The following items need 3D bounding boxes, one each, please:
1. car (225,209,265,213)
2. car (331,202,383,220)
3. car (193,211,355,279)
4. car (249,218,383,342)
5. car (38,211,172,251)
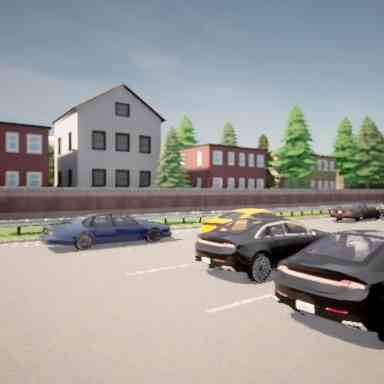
[{"bbox_3d":[2.669,1.465,14.229,5.008,1.535,1.882,0,0,-35],"label":"car"},{"bbox_3d":[12.862,1.515,25.763,5.357,1.411,2.033,0,0,-35],"label":"car"},{"bbox_3d":[2.318,1.482,9.684,4.902,1.511,2.128,0,0,-35],"label":"car"},{"bbox_3d":[3.651,1.483,6.338,4.902,1.511,2.128,0,0,-35],"label":"car"},{"bbox_3d":[-3.526,1.541,14.121,5.357,1.411,2.033,0,0,-35],"label":"car"}]
